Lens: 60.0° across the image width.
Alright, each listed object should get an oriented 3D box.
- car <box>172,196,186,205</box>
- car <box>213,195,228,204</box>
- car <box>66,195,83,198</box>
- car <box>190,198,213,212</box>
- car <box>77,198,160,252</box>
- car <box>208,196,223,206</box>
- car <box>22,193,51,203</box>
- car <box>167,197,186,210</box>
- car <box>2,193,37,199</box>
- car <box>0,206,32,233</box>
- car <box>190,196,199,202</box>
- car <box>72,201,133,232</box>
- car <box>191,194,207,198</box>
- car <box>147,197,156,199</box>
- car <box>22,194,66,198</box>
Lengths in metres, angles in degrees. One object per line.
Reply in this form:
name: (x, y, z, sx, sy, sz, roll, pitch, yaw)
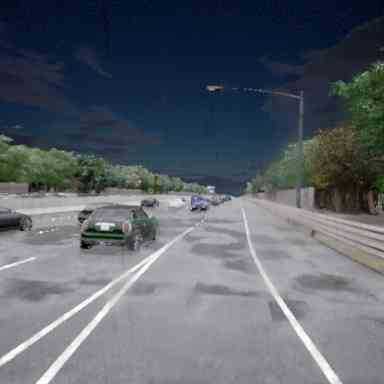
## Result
car: (-2.462, 1.650, 65.790, 1.882, 1.535, 5.008, 2, 0, 8)
car: (7.024, 2.118, 82.699, 2.128, 1.511, 4.902, 2, 0, 8)
car: (-18.528, 1.144, 52.510, 2.033, 1.411, 5.357, 2, 0, 9)
car: (1.144, 1.784, 41.647, 1.895, 1.301, 4.718, 2, 0, 8)
car: (-2.812, 1.315, 13.983, 2.097, 1.767, 4.553, 2, 0, 8)
car: (4.459, 1.989, 64.795, 1.895, 1.301, 4.718, 2, 0, 8)
car: (-25.333, 0.891, 54.248, 1.837, 1.490, 4.892, 2, 0, 8)
car: (-1.935, 1.622, 44.800, 1.812, 1.442, 4.674, 2, 0, 8)
car: (-20.561, 1.010, 38.506, 1.812, 1.442, 4.674, 2, 0, 9)
car: (-9.609, 1.319, 15.909, 1.994, 1.385, 4.181, 2, 0, 8)
car: (0.667, 1.927, 87.661, 1.837, 1.490, 4.892, 2, 0, 8)
car: (-5.378, 1.412, 20.764, 1.837, 1.490, 4.892, 2, 0, 8)
car: (1.015, 1.502, 65.337, 2.150, 2.045, 5.566, 2, 0, 8)
car: (-5.526, 1.488, 44.411, 1.837, 1.490, 4.892, 2, 0, 8)
car: (-17.031, 1.197, 38.502, 1.895, 1.301, 4.718, 2, 0, 9)
